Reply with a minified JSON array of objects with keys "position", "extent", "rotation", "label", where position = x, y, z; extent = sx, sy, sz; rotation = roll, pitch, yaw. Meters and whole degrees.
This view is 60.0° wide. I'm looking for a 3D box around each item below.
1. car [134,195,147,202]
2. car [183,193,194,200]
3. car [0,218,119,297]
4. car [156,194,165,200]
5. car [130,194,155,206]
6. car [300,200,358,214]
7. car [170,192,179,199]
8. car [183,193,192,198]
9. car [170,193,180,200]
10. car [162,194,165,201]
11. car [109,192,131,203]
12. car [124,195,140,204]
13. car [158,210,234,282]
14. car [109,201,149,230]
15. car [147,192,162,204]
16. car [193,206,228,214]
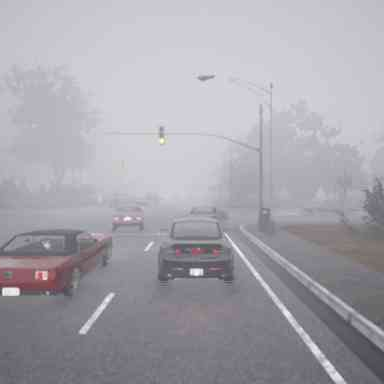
[{"position":[-10.620,1.368,68.889],"extent":[1.895,1.301,4.718],"rotation":[0,0,-1],"label":"car"},{"position":[-0.531,1.220,80.339],"extent":[1.994,1.385,4.181],"rotation":[0,1,-4],"label":"car"},{"position":[-3.400,1.589,8.488],"extent":[1.895,1.301,4.718],"rotation":[0,0,0],"label":"car"},{"position":[-7.464,1.211,79.027],"extent":[1.812,1.442,4.674],"rotation":[0,1,-3],"label":"car"},{"position":[-7.105,1.420,48.390],"extent":[2.033,1.411,5.357],"rotation":[0,0,0],"label":"car"},{"position":[13.725,1.462,33.410],"extent":[5.357,1.411,2.033],"rotation":[0,0,0],"label":"car"},{"position":[-4.756,0.939,89.862],"extent":[2.097,1.767,4.553],"rotation":[0,1,-7],"label":"car"},{"position":[-1.267,0.954,90.219],"extent":[2.033,1.411,5.357],"rotation":[0,1,-7],"label":"car"},{"position":[-4.003,1.037,79.792],"extent":[2.097,1.767,4.553],"rotation":[0,1,-4],"label":"car"},{"position":[-7.116,1.252,68.757],"extent":[1.882,1.535,5.008],"rotation":[0,0,-1],"label":"car"},{"position":[-10.603,1.092,48.917],"extent":[2.150,2.045,5.566],"rotation":[0,0,0],"label":"car"},{"position":[-10.571,1.311,58.803],"extent":[1.882,1.535,5.008],"rotation":[0,0,0],"label":"car"},{"position":[0.098,1.489,9.662],"extent":[1.837,1.490,4.892],"rotation":[0,0,0],"label":"car"},{"position":[-3.973,1.500,20.709],"extent":[2.033,1.411,5.357],"rotation":[0,0,-10],"label":"car"},{"position":[-7.062,1.055,58.567],"extent":[2.150,2.045,5.566],"rotation":[0,0,-1],"label":"car"},{"position":[1.080,1.551,21.499],"extent":[1.895,1.301,4.718],"rotation":[0,0,17],"label":"car"}]
